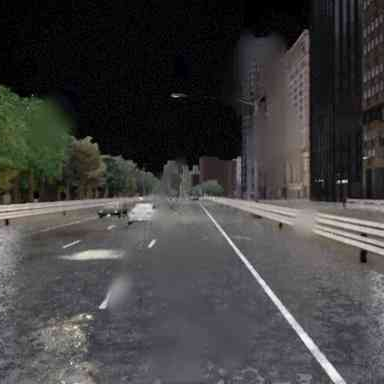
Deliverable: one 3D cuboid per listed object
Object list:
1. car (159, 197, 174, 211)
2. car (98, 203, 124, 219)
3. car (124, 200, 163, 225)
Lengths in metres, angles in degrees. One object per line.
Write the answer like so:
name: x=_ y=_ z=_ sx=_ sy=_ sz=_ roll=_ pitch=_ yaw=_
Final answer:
car: x=-3.414 y=1.443 z=43.000 sx=2.097 sy=1.767 sz=4.553 roll=0 pitch=0 yaw=0
car: x=-6.917 y=1.658 z=29.806 sx=1.895 sy=1.301 sz=4.718 roll=0 pitch=0 yaw=0
car: x=-3.417 y=1.569 z=24.237 sx=1.812 sy=1.442 sz=4.674 roll=0 pitch=0 yaw=0
